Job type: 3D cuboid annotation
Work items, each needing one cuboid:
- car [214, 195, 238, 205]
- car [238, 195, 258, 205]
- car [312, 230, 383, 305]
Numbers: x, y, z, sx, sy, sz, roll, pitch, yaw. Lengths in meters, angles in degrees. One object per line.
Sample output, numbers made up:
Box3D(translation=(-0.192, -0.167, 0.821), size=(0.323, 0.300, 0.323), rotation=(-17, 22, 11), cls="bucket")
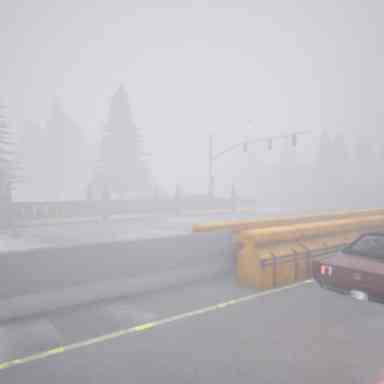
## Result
Box3D(translation=(3.638, 1.167, 45.071), size=(1.895, 1.301, 4.718), rotation=(-1, 1, -35), cls="car")
Box3D(translation=(6.929, 1.114, 46.486), size=(1.895, 1.301, 4.718), rotation=(-1, 1, -35), cls="car")
Box3D(translation=(4.740, 1.482, 7.090), size=(4.718, 1.301, 1.895), rotation=(-1, 1, -35), cls="car")
